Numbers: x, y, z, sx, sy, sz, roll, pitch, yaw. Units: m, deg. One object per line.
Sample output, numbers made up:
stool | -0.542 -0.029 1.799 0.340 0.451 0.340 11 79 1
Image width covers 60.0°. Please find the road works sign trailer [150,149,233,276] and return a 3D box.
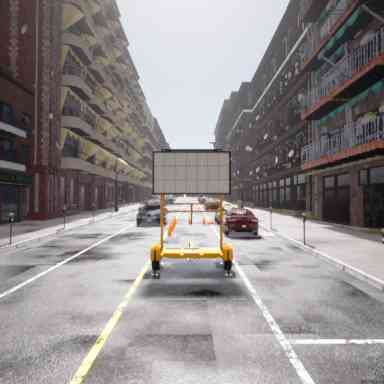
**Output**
road works sign trailer | -0.012 0.473 10.367 2.380 3.560 2.880 0 0 0

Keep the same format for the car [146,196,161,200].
car | -5.304 1.595 40.710 1.752 1.417 4.829 2 0 0

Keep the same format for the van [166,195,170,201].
van | -5.302 1.460 57.470 1.690 1.788 3.998 2 0 0

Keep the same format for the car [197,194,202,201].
car | 2.570 1.707 68.471 1.887 1.381 4.507 1 0 0

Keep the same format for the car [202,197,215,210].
car | 2.576 1.614 40.818 1.887 1.381 4.507 1 0 0

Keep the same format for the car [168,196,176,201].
car | -5.316 1.832 90.654 1.947 1.339 4.313 1 0 0

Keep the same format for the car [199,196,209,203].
car | 2.579 1.627 74.004 1.967 1.590 4.097 1 0 0

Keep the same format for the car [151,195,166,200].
car | -5.299 1.400 46.412 2.192 1.841 5.009 2 0 0

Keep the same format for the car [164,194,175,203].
car | -5.307 1.527 79.593 2.192 1.841 5.009 1 0 0

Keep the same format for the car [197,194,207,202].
car | 2.537 1.552 85.066 2.192 1.841 5.009 1 0 0

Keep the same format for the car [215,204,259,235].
car | 2.581 1.565 18.696 1.887 1.381 4.507 1 0 0

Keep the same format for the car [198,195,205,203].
car | 2.571 1.685 62.942 1.887 1.381 4.507 1 0 0

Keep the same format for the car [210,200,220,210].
car | 2.580 1.555 24.398 1.752 1.417 4.829 1 0 0

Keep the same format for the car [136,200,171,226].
car | -2.755 1.554 23.646 1.812 1.442 4.674 0 0 0

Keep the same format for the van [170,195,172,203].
van | -5.305 1.482 63.002 1.690 1.788 3.998 1 0 0

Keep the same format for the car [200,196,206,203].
car | 2.574 1.635 46.350 2.008 1.369 4.403 1 0 0

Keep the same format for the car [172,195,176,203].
car | -5.306 1.502 74.063 2.192 1.841 5.009 1 0 0
